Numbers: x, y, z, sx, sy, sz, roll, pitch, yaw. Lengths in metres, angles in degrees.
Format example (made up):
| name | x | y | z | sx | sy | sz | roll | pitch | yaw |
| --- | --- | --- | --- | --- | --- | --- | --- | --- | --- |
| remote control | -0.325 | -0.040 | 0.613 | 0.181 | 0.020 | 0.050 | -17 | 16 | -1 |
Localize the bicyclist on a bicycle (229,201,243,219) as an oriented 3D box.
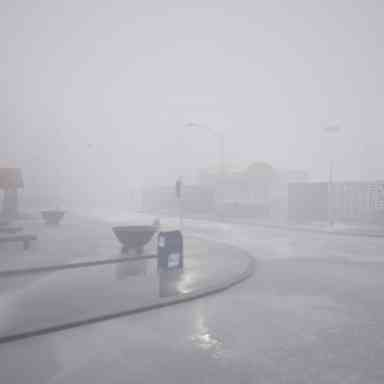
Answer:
| name | x | y | z | sx | sy | sz | roll | pitch | yaw |
| --- | --- | --- | --- | --- | --- | --- | --- | --- | --- |
| bicyclist on a bicycle | 3.869 | 1.570 | 29.036 | 1.656 | 1.620 | 0.582 | 0 | 0 | -35 |
